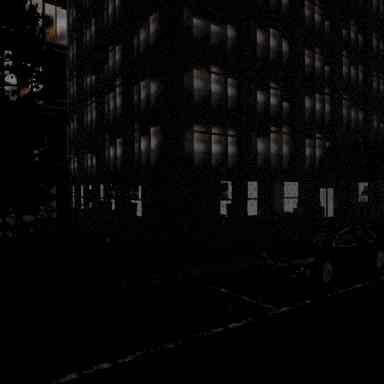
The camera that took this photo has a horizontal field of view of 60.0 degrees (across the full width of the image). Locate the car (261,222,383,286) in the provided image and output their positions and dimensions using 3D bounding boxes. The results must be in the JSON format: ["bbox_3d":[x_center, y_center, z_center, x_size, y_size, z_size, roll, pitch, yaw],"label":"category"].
[{"bbox_3d":[3.807,1.549,9.308,4.403,1.369,2.008,0,-1,-36],"label":"car"}]
